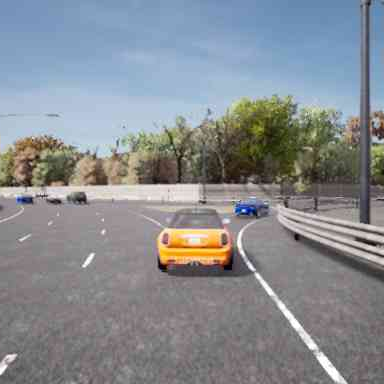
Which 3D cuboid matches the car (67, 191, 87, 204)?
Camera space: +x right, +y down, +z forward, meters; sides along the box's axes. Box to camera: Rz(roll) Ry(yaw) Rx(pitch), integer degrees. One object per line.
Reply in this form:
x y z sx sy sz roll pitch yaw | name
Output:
-19.247 0.913 55.433 2.150 2.045 5.566 0 0 -34 | car

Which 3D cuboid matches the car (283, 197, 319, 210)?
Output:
12.624 1.327 38.434 5.357 1.411 2.033 0 0 -42 | car

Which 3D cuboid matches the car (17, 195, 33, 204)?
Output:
-27.964 1.171 55.632 1.882 1.535 5.008 0 -1 -37 | car

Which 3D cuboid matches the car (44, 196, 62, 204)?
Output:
-22.927 1.298 54.613 1.895 1.301 4.718 0 0 -34 | car

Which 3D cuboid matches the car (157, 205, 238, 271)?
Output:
0.188 1.291 10.867 2.097 1.767 4.553 0 0 3 | car

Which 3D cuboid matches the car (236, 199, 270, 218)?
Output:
5.282 1.314 28.653 1.882 1.535 5.008 0 0 28 | car
